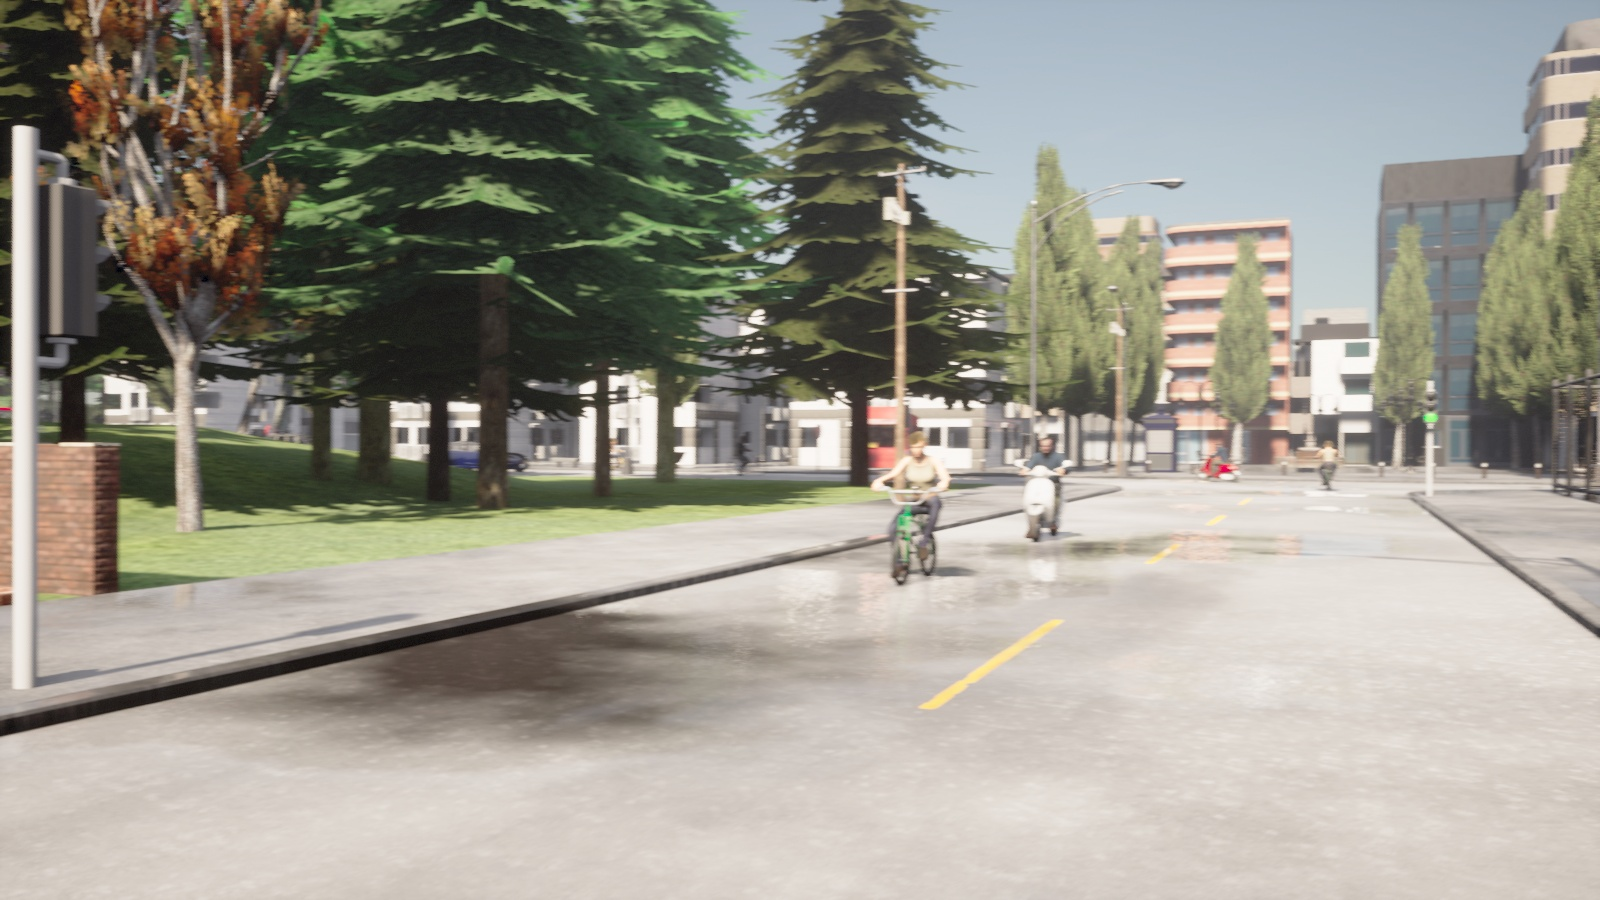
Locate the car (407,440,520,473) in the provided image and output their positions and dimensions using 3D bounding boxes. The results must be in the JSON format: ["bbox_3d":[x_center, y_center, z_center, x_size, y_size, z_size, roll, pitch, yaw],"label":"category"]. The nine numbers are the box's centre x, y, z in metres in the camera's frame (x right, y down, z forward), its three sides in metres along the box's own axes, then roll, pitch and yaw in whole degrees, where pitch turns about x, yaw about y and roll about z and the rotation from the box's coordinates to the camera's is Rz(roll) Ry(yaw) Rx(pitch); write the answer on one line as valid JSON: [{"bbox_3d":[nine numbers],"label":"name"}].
[{"bbox_3d":[-15.740,0.288,58.785,4.792,1.488,2.163,0,0,22],"label":"car"}]

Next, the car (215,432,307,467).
[{"bbox_3d":[-29.530,-0.042,68.810,4.605,1.855,1.932,0,0,22],"label":"car"}]

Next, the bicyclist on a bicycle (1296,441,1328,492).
[{"bbox_3d":[16.471,0.528,40.439,0.866,1.612,1.509,0,0,19],"label":"bicyclist on a bicycle"}]

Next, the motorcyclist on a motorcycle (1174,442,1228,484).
[{"bbox_3d":[15.644,0.487,48.973,0.866,1.590,1.817,-3,2,-37],"label":"motorcyclist on a motorcycle"}]

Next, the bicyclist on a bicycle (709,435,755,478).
[{"bbox_3d":[-2.904,0.267,53.513,1.843,1.776,0.659,0,0,23],"label":"bicyclist on a bicycle"}]

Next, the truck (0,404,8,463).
[{"bbox_3d":[-50.937,-0.989,73.117,7.936,3.462,2.891,0,0,2],"label":"truck"}]

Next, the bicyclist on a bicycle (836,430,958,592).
[{"bbox_3d":[1.063,0.605,13.430,0.866,1.612,1.509,0,0,22],"label":"bicyclist on a bicycle"}]

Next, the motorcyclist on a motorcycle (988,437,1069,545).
[{"bbox_3d":[3.576,0.599,19.496,0.866,1.590,1.817,0,0,22],"label":"motorcyclist on a motorcycle"}]
